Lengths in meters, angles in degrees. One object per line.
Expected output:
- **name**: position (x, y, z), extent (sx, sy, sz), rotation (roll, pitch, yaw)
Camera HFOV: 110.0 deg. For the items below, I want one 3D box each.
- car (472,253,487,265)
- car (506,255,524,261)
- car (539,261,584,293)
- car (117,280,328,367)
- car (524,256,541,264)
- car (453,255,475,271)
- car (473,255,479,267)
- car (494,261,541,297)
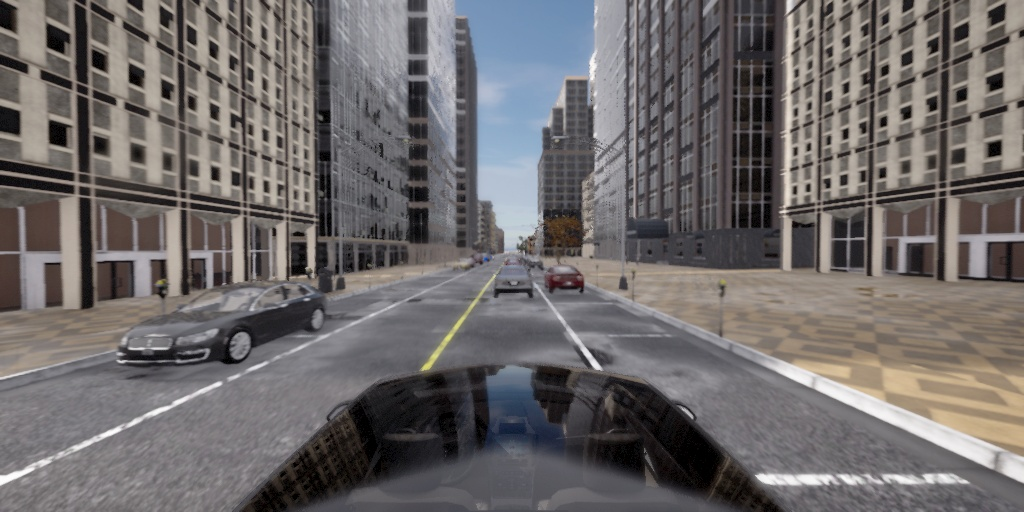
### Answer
- **car**: position (-5.741, 0.533, 58.564), extent (2.192, 1.841, 5.009), rotation (0, 0, 0)
- **car**: position (0.062, 0.943, 37.222), extent (1.812, 1.442, 4.674), rotation (0, 1, 0)
- **car**: position (2.675, 1.131, 19.096), extent (1.888, 1.381, 4.507), rotation (0, 0, 0)
- **car**: position (-5.696, 1.249, 7.793), extent (2.007, 1.370, 4.403), rotation (0, 0, 0)
- **car**: position (2.656, 0.924, 41.666), extent (2.007, 1.370, 4.403), rotation (0, 0, 0)
- **car**: position (-5.725, 0.906, 41.470), extent (1.751, 1.417, 4.829), rotation (0, 0, 0)
- **car**: position (-5.730, 0.909, 47.281), extent (1.802, 1.307, 4.207), rotation (0, 0, 0)
- **car**: position (0.079, 1.151, 17.560), extent (2.033, 1.411, 5.357), rotation (0, 1, 0)
